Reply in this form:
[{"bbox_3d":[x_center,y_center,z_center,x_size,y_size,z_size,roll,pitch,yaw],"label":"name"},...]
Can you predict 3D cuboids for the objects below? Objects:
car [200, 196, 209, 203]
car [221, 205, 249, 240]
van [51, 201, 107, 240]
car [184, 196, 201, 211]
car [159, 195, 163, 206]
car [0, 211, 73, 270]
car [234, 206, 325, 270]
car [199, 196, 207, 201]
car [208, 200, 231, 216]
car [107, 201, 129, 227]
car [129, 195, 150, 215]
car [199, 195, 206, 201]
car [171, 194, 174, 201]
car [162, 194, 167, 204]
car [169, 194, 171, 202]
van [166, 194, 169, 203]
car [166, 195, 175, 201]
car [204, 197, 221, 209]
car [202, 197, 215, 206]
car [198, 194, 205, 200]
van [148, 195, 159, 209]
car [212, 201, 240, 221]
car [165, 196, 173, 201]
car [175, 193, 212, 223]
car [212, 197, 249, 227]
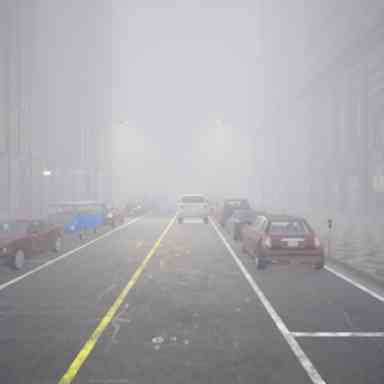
[{"bbox_3d":[2.717,1.593,73.018,1.802,1.307,4.206,0,0,0],"label":"car"},{"bbox_3d":[2.751,1.566,16.655,1.947,1.339,4.313,0,0,0],"label":"car"},{"bbox_3d":[-5.775,1.341,16.641,1.690,1.788,3.998,0,0,0],"label":"van"},{"bbox_3d":[0.076,1.352,42.364,2.097,1.767,4.553,0,0,0],"label":"car"},{"bbox_3d":[-5.794,1.528,50.291,1.752,1.417,4.829,0,0,0],"label":"car"},{"bbox_3d":[-5.771,1.545,11.004,1.887,1.381,4.507,0,0,0],"label":"car"},{"bbox_3d":[2.754,1.440,11.018,1.967,1.590,4.097,0,0,0],"label":"car"},{"bbox_3d":[2.711,1.599,84.291,1.802,1.307,4.206,0,0,0],"label":"car"},{"bbox_3d":[2.741,1.566,33.564,1.947,1.339,4.313,0,0,0],"label":"car"},{"bbox_3d":[-5.778,1.441,22.278,1.967,1.590,4.097,0,0,0],"label":"car"},{"bbox_3d":[-5.784,1.441,33.551,1.967,1.590,4.097,0,0,0],"label":"car"},{"bbox_3d":[2.707,1.602,89.928,1.802,1.307,4.206,0,0,0],"label":"car"},{"bbox_3d":[-5.809,1.327,73.007,2.192,1.841,5.009,0,0,0],"label":"car"},{"bbox_3d":[-5.798,1.555,56.097,2.008,1.369,4.403,0,0,0],"label":"car"},{"bbox_3d":[-5.805,1.449,67.370,1.967,1.590,4.097,0,0,0],"label":"car"},{"bbox_3d":[-5.802,1.347,61.734,1.690,1.788,3.998,0,0,0],"label":"van"},{"bbox_3d":[-5.818,1.572,89.917,2.008,1.369,4.403,0,0,0],"label":"car"},{"bbox_3d":[2.734,1.441,44.836,1.967,1.590,4.097,0,0,0],"label":"car"},{"bbox_3d":[2.727,1.569,56.109,1.947,1.339,4.313,0,0,0],"label":"car"},{"bbox_3d":[2.703,1.465,95.564,1.967,1.590,4.097,0,0,0],"label":"car"},{"bbox_3d":[-5.791,1.342,44.824,1.690,1.788,3.998,0,0,0],"label":"van"},{"bbox_3d":[2.744,1.545,27.928,1.887,1.381,4.507,0,0,0],"label":"car"},{"bbox_3d":[-5.814,1.583,84.280,1.947,1.339,4.313,0,0,0],"label":"car"},{"bbox_3d":[0.085,1.217,25.460,2.150,2.045,5.566,0,-1,0],"label":"car"},{"bbox_3d":[2.747,1.315,22.292,2.192,1.841,5.009,0,0,0],"label":"car"}]
